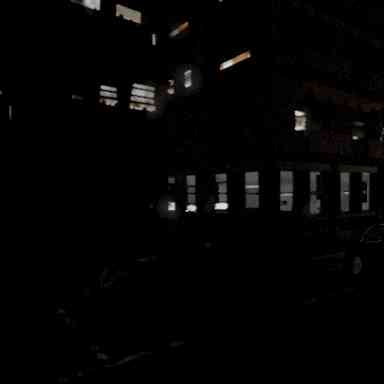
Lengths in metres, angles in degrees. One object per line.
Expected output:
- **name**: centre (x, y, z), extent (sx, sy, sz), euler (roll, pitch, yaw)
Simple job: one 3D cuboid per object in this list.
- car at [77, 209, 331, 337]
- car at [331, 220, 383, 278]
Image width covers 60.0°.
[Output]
- **car**: centre (0.347, 1.322, 6.811), extent (5.009, 1.841, 2.192), euler (0, -1, -35)
- **car**: centre (4.899, 1.567, 10.076), extent (4.403, 1.369, 2.008), euler (0, -1, -35)
